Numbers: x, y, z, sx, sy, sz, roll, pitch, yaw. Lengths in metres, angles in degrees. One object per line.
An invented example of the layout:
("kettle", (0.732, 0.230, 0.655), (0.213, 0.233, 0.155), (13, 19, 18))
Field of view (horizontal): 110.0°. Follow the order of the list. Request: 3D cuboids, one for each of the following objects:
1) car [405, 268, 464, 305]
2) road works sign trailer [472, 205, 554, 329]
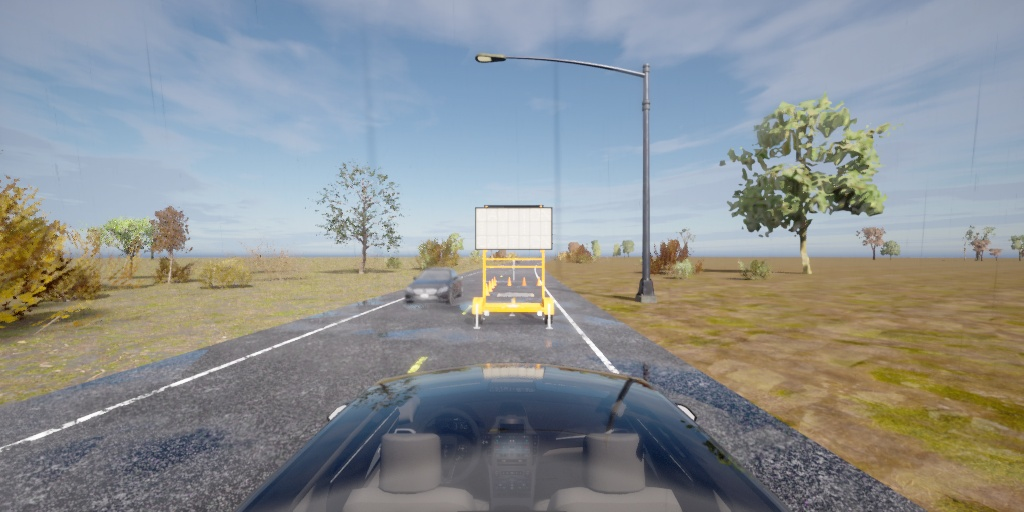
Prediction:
("car", (-3.319, 1.275, 16.107), (1.812, 1.442, 4.674), (0, 0, 1))
("road works sign trailer", (0.057, 0.214, 11.239), (2.380, 3.560, 2.880), (0, 0, 1))
